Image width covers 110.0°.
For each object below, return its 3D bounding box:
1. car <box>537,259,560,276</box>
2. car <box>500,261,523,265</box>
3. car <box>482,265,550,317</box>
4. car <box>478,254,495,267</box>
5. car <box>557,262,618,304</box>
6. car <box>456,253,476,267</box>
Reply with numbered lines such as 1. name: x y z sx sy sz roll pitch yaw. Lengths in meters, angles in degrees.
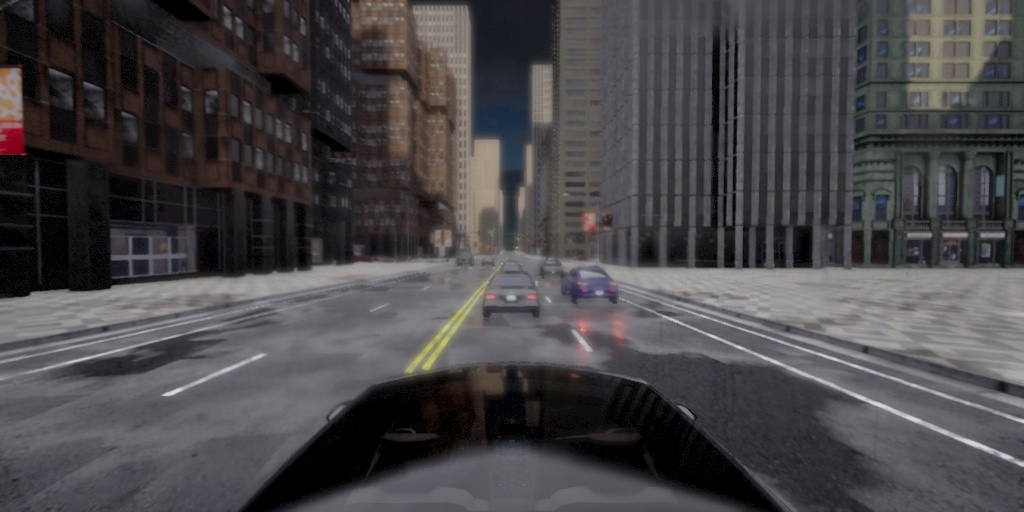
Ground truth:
1. car: 3.199 1.020 29.839 2.128 1.511 4.902 0 1 0
2. car: -0.050 1.092 29.985 1.994 1.385 4.181 0 1 0
3. car: -0.009 1.215 12.668 2.033 1.411 5.357 0 0 0
4. car: -3.507 0.800 52.737 1.882 1.535 5.008 0 0 0
5. car: 3.255 1.169 15.591 1.812 1.442 4.674 0 1 0
6. car: -6.756 0.549 52.496 2.150 2.045 5.566 0 0 0
